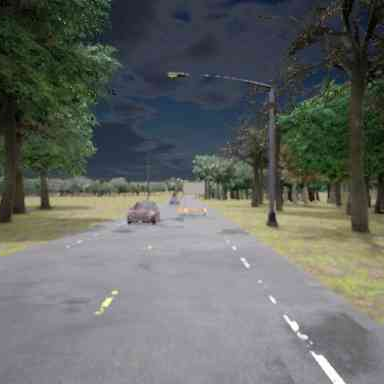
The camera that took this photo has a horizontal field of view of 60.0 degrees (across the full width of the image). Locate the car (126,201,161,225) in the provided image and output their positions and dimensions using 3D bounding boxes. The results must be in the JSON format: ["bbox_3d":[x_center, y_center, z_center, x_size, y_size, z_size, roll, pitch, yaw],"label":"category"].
[{"bbox_3d":[-3.618,1.493,25.454,2.097,1.767,4.553,0,0,0],"label":"car"}]

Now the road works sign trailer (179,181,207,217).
[{"bbox_3d":[0.166,0.659,34.252,2.380,3.560,2.880,0,0,-8],"label":"road works sign trailer"}]

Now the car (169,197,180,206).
[{"bbox_3d":[-3.560,1.778,66.954,2.097,1.767,4.553,0,-1,0],"label":"car"}]
